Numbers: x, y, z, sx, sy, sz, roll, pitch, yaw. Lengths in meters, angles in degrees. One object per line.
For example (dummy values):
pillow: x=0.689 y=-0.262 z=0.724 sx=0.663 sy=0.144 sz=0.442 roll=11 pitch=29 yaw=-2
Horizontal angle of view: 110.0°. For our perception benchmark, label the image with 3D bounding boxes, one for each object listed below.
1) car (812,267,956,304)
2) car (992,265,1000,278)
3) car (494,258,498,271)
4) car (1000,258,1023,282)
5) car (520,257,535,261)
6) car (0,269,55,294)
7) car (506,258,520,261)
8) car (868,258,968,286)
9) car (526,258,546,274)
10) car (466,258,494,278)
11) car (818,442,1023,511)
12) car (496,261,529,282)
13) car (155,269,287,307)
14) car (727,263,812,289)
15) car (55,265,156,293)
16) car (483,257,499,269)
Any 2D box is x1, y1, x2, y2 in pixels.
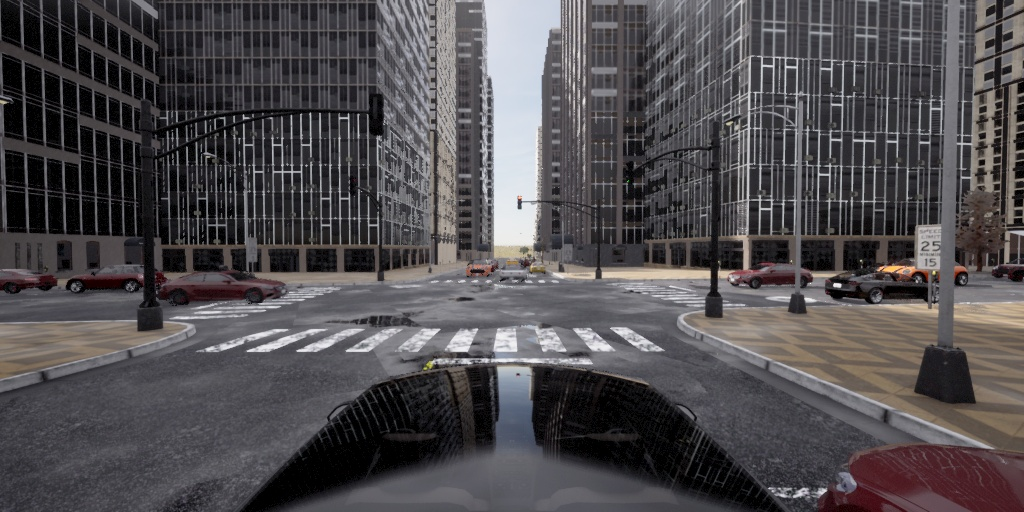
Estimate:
car: x=16.124 y=1.293 z=15.693 sx=4.313 sy=1.339 sz=1.948 roll=0 pitch=0 yaw=-5
car: x=37.693 y=0.864 z=26.110 sx=4.097 sy=1.591 sz=1.967 roll=0 pitch=0 yaw=-5
car: x=-3.116 y=1.203 z=44.214 sx=1.882 sy=1.535 sz=5.008 roll=0 pitch=0 yaw=0
car: x=35.348 y=0.845 z=23.267 sx=4.553 sy=1.767 sz=2.097 roll=0 pitch=1 yaw=-5
car: x=2.709 y=1.028 z=55.015 sx=2.192 sy=1.841 sz=5.009 roll=0 pitch=0 yaw=0
car: x=-28.204 y=1.391 z=20.004 sx=4.207 sy=1.307 sz=1.802 roll=0 pitch=0 yaw=-5
car: x=-0.026 y=1.178 z=64.993 sx=1.882 sy=1.535 sz=5.008 roll=0 pitch=0 yaw=0
car: x=25.339 y=0.904 z=22.347 sx=4.553 sy=1.767 sz=2.097 roll=0 pitch=1 yaw=-5
car: x=2.805 y=1.254 z=39.933 sx=1.751 sy=1.417 sz=4.829 roll=0 pitch=0 yaw=0
car: x=-3.112 y=1.085 z=34.279 sx=2.097 sy=1.767 sz=4.553 roll=0 pitch=0 yaw=0
car: x=2.692 y=1.333 z=0.395 sx=1.802 sy=1.307 sz=4.207 roll=0 pitch=0 yaw=0
car: x=0.131 y=1.342 z=28.774 sx=1.895 sy=1.301 sz=4.718 roll=0 pitch=0 yaw=5
car: x=-12.665 y=1.361 z=15.887 sx=4.674 sy=1.442 sz=1.812 roll=0 pitch=1 yaw=-9
car: x=15.392 y=1.135 z=21.437 sx=4.674 sy=1.442 sz=1.812 roll=0 pitch=1 yaw=-5
car: x=-22.579 y=1.216 z=20.528 sx=4.097 sy=1.591 sz=1.967 roll=0 pitch=0 yaw=-5
car: x=-3.107 y=1.066 z=54.257 sx=2.097 sy=1.767 sz=4.553 roll=0 pitch=0 yaw=0
